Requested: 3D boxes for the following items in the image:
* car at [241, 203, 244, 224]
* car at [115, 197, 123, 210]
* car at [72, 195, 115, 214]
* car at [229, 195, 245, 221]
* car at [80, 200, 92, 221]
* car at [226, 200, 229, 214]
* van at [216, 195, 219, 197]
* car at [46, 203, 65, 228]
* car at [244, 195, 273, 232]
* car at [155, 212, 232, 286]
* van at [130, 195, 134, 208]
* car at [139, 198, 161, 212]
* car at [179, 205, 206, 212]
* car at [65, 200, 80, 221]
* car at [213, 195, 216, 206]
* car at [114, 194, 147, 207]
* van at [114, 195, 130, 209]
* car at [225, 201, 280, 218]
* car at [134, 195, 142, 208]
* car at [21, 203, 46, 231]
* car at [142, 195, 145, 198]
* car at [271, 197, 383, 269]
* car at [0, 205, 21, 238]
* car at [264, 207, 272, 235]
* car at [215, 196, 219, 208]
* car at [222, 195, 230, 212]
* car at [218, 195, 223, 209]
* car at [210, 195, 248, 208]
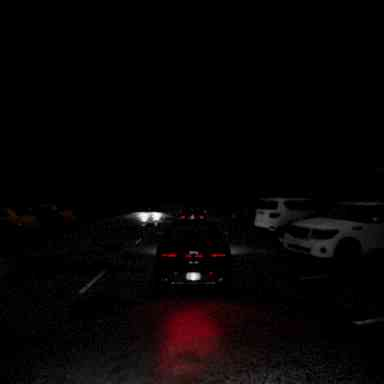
[{"bbox_3d":[5.909,1.583,20.477,4.892,1.521,2.231,1,-1,-20],"label":"car"},{"bbox_3d":[-11.018,1.668,39.103,4.892,1.521,2.231,-1,0,-20],"label":"car"},{"bbox_3d":[-11.050,1.529,36.128,4.553,1.767,2.185,-1,-1,-20],"label":"car"},{"bbox_3d":[5.894,1.344,23.485,5.566,2.045,2.435,1,0,-20],"label":"car"},{"bbox_3d":[-10.997,1.643,27.277,4.792,1.488,2.163,-1,-1,-20],"label":"car"},{"bbox_3d":[5.751,1.604,26.446,5.366,1.575,1.946,1,0,-20],"label":"car"},{"bbox_3d":[6.039,1.468,44.690,4.442,1.987,1.878,1,-1,-20],"label":"van"},{"bbox_3d":[-11.022,1.586,21.347,5.008,1.535,2.097,-1,0,-20],"label":"car"},{"bbox_3d":[5.955,1.317,17.457,5.566,2.045,2.435,1,-1,-20],"label":"car"},{"bbox_3d":[0.046,1.551,9.528,1.837,1.490,4.892,0,0,0],"label":"car"},{"bbox_3d":[-11.128,1.482,47.930,4.442,1.987,1.878,-1,0,-20],"label":"van"},{"bbox_3d":[-5.110,1.795,42.291,1.895,1.301,4.718,0,0,0],"label":"car"},{"bbox_3d":[0.043,1.657,23.605,2.033,1.411,5.357,0,0,0],"label":"car"},{"bbox_3d":[-11.192,1.599,24.231,5.366,1.575,1.946,-1,0,-20],"label":"car"},{"bbox_3d":[5.964,1.580,47.673,4.553,1.767,2.185,1,0,-20],"label":"car"},{"bbox_3d":[-11.039,1.506,59.791,5.566,2.045,2.435,-1,0,-20],"label":"car"},{"bbox_3d":[-11.130,1.469,44.971,4.442,1.987,1.878,-1,0,-20],"label":"van"},{"bbox_3d":[5.895,1.667,32.548,4.792,1.488,2.163,1,0,-20],"label":"car"},{"bbox_3d":[-10.996,1.467,50.948,5.566,2.045,2.435,-1,-1,-20],"label":"car"},{"bbox_3d":[-11.194,1.571,18.313,5.366,1.575,1.946,-1,0,-20],"label":"car"},{"bbox_3d":[-10.994,1.480,53.907,5.566,2.045,2.435,-1,-1,-20],"label":"car"},{"bbox_3d":[5.899,1.288,11.390,5.566,2.045,2.435,1,0,-20],"label":"car"},{"bbox_3d":[-11.021,1.559,15.417,5.008,1.535,2.097,-1,-1,-20],"label":"car"},{"bbox_3d":[5.893,1.583,14.412,4.792,1.488,2.163,1,0,-20],"label":"car"},{"bbox_3d":[5.935,1.680,41.622,4.892,1.521,2.231,1,0,-20],"label":"car"},{"bbox_3d":[5.955,1.373,29.548,5.566,2.045,2.435,1,-1,-20],"label":"car"},{"bbox_3d":[5.891,1.539,38.602,4.553,1.767,2.185,1,-1,-20],"label":"car"},{"bbox_3d":[5.954,1.480,53.732,5.566,2.045,2.435,1,-1,-20],"label":"car"}]
